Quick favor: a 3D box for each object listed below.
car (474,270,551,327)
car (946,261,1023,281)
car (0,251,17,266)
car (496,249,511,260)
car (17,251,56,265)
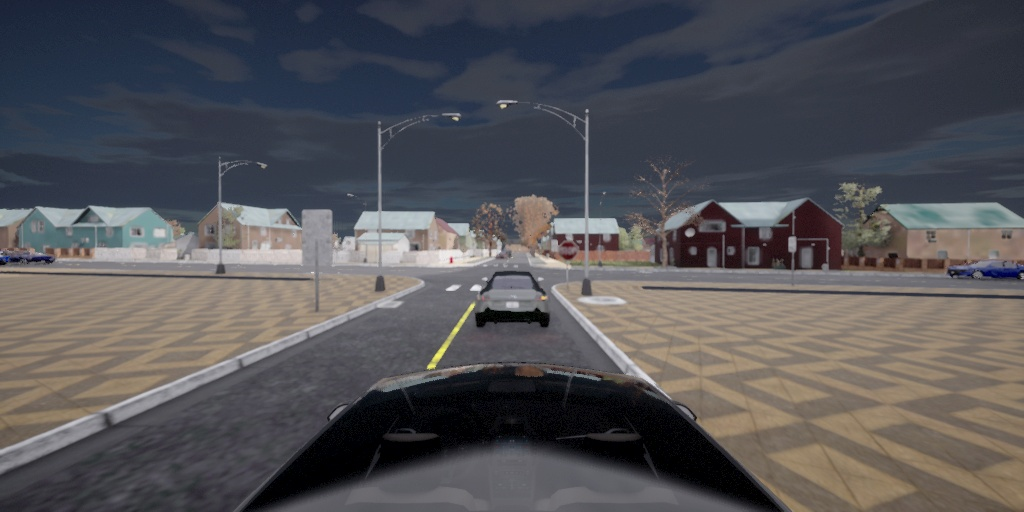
[{"bbox_3d":[0.023,1.109,10.689,1.994,1.385,4.181,0,1,0],"label":"car"},{"bbox_3d":[38.803,1.131,29.201,5.008,1.535,1.882,1,1,8],"label":"car"},{"bbox_3d":[-46.314,-0.142,30.613,5.566,2.045,2.150,0,1,8],"label":"car"},{"bbox_3d":[-1.735,-0.058,64.329,1.994,1.385,4.181,0,1,2],"label":"car"},{"bbox_3d":[-46.065,0.188,33.865,4.718,1.301,1.895,1,1,8],"label":"car"}]
